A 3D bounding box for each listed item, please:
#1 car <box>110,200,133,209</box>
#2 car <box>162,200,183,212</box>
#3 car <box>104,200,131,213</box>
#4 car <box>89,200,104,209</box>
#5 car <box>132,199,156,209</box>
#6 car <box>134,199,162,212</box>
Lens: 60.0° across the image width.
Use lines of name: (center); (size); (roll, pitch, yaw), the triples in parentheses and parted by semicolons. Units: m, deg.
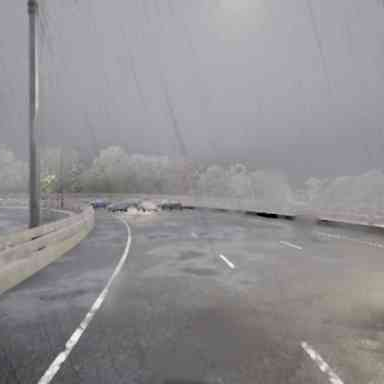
car: (-11.851, 2.082, 55.563); (2.033, 1.411, 5.357); (0, 0, -31)
car: (-2.916, 1.841, 45.845); (1.882, 1.535, 5.008); (0, 0, -24)
car: (-10.030, 1.998, 44.522); (1.994, 1.385, 4.181); (0, 0, -25)
car: (-15.757, 2.054, 55.281); (1.882, 1.535, 5.008); (0, 0, -34)
car: (-8.166, 1.988, 56.166); (2.128, 1.511, 4.902); (0, 0, -31)
car: (-5.976, 1.911, 44.105); (1.812, 1.442, 4.674); (0, 0, -25)
